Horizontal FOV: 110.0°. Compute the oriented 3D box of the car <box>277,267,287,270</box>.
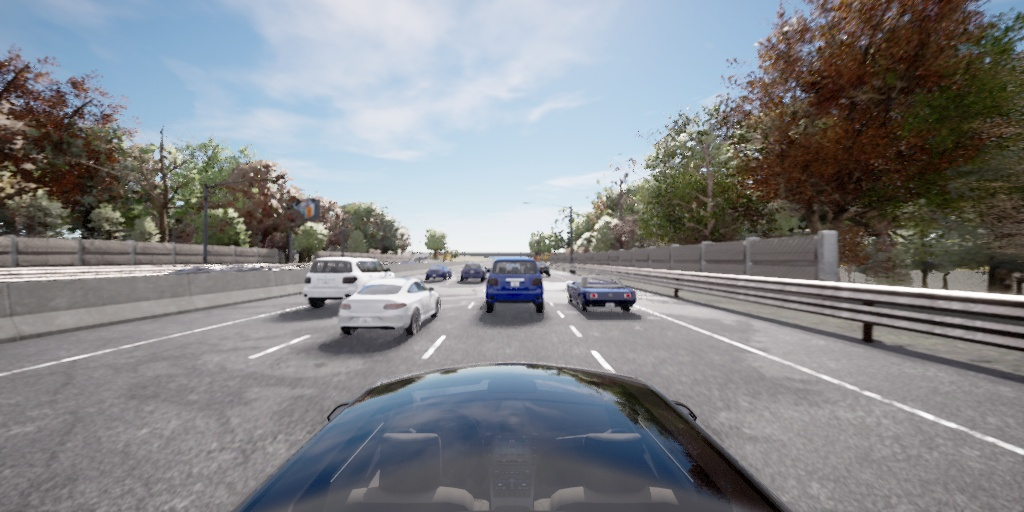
[{"bbox_3d":[-17.600,1.615,30.888,1.895,1.301,4.718,0,-1,0],"label":"car"}]

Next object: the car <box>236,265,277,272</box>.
[{"bbox_3d":[-21.100,1.619,31.281,1.895,1.301,4.718,0,-1,0],"label":"car"}]

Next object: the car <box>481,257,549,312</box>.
[{"bbox_3d":[0.086,1.090,15.030,2.150,2.045,5.566,0,-1,0],"label":"car"}]

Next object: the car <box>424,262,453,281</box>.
[{"bbox_3d":[-6.902,1.569,34.092,1.812,1.442,4.674,0,-1,0],"label":"car"}]

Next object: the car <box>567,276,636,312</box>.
[{"bbox_3d":[3.492,1.465,14.949,1.895,1.301,4.718,0,-1,0],"label":"car"}]

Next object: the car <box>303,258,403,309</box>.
[{"bbox_3d":[-6.903,1.099,15.972,2.150,2.045,5.566,0,-1,0],"label":"car"}]

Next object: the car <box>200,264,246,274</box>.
[{"bbox_3d":[-24.597,1.519,32.208,2.128,1.511,4.902,0,-1,0],"label":"car"}]

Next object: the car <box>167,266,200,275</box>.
[{"bbox_3d":[-28.096,1.587,31.742,1.994,1.385,4.181,0,-1,0],"label":"car"}]

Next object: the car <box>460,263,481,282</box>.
[{"bbox_3d":[-3.405,1.383,32.720,2.097,1.767,4.553,0,-1,0],"label":"car"}]

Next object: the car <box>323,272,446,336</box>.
[{"bbox_3d":[-3.401,1.355,10.629,1.812,1.442,4.674,0,-1,0],"label":"car"}]
